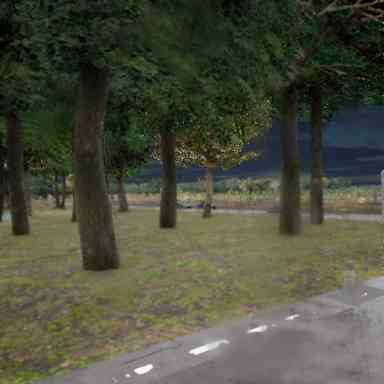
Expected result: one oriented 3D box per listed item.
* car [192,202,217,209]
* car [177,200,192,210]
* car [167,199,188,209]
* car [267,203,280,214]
[{"bbox_3d":[2.495,2.422,59.490,1.994,1.385,4.181,-1,0,-34],"label":"car"},{"bbox_3d":[-1.568,2.521,60.360,1.994,1.385,4.181,-1,0,-35],"label":"car"},{"bbox_3d":[-3.027,2.374,67.229,2.097,1.767,4.553,-1,0,-35],"label":"car"},{"bbox_3d":[11.429,2.122,41.768,1.994,1.385,4.181,-1,0,-35],"label":"car"}]
